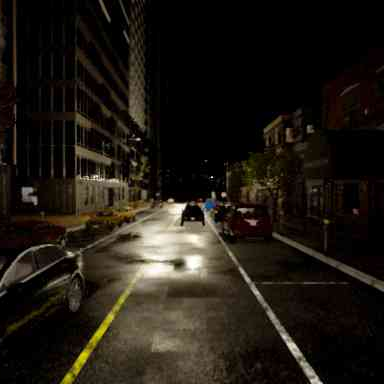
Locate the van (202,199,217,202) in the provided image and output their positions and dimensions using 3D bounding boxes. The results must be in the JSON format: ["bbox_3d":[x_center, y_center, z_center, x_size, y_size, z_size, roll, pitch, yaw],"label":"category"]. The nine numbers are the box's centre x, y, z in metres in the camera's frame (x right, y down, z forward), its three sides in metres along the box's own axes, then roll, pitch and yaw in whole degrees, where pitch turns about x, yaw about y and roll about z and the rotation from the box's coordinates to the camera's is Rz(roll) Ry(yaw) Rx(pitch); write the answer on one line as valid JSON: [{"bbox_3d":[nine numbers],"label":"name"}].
[{"bbox_3d":[2.616,1.791,44.491,1.690,1.788,3.998,-1,-1,0],"label":"van"}]

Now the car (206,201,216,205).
[{"bbox_3d":[2.635,1.920,33.421,1.802,1.307,4.206,-1,-1,0],"label":"car"}]

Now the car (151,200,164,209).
[{"bbox_3d":[-5.777,2.002,55.562,1.967,1.590,4.097,-1,-1,0],"label":"car"}]

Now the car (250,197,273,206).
[{"bbox_3d":[16.421,2.218,78.839,5.009,1.841,2.192,1,0,1],"label":"car"}]

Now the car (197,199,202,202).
[{"bbox_3d":[0.040,2.001,44.890,2.033,1.411,5.357,0,-1,0],"label":"car"}]

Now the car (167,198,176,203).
[{"bbox_3d":[-5.965,2.470,93.337,1.752,1.417,4.829,-1,-1,0],"label":"car"}]

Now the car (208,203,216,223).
[{"bbox_3d":[2.642,1.848,27.887,1.947,1.339,4.313,-1,-1,0],"label":"car"}]

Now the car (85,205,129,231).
[{"bbox_3d":[-5.731,1.751,22.183,1.752,1.417,4.829,-1,-1,0],"label":"car"}]

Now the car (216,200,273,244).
[{"bbox_3d":[2.653,1.486,16.821,2.192,1.841,5.009,-1,-1,0],"label":"car"}]

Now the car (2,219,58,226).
[{"bbox_3d":[-5.716,1.660,11.284,1.887,1.381,4.507,-1,-1,0],"label":"car"}]

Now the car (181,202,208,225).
[{"bbox_3d":[0.066,1.794,26.536,1.812,1.442,4.674,0,0,0],"label":"car"}]

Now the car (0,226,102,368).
[{"bbox_3d":[-3.107,1.543,4.923,2.128,1.511,4.902,0,-1,0],"label":"car"}]

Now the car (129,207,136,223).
[{"bbox_3d":[-5.739,1.806,27.718,1.752,1.417,4.829,-1,-1,0],"label":"car"}]
